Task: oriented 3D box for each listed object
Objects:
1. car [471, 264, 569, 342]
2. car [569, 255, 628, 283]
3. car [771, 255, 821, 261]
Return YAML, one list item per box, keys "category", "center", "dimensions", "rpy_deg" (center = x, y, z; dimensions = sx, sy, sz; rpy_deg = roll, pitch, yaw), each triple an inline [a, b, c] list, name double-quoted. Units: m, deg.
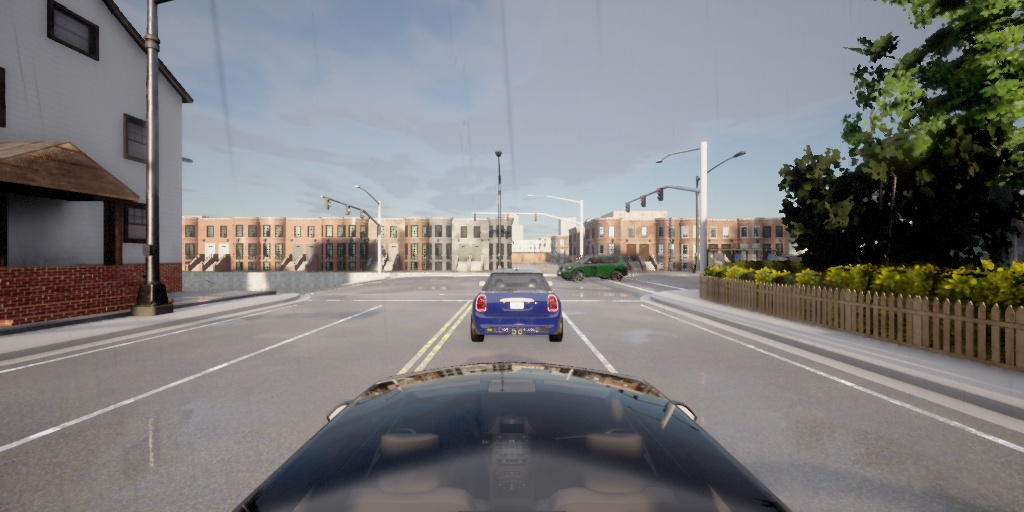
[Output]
- category: "car"
  center: [0.109, 1.102, 9.948]
  dimensions: [2.097, 1.767, 4.553]
  rpy_deg: [0, 0, 0]
- category: "car"
  center: [6.353, 0.972, 28.301]
  dimensions: [5.566, 2.045, 2.150]
  rpy_deg: [0, 0, -14]
- category: "car"
  center: [22.838, 0.965, 29.684]
  dimensions: [5.566, 2.045, 2.150]
  rpy_deg: [-1, 0, -1]
